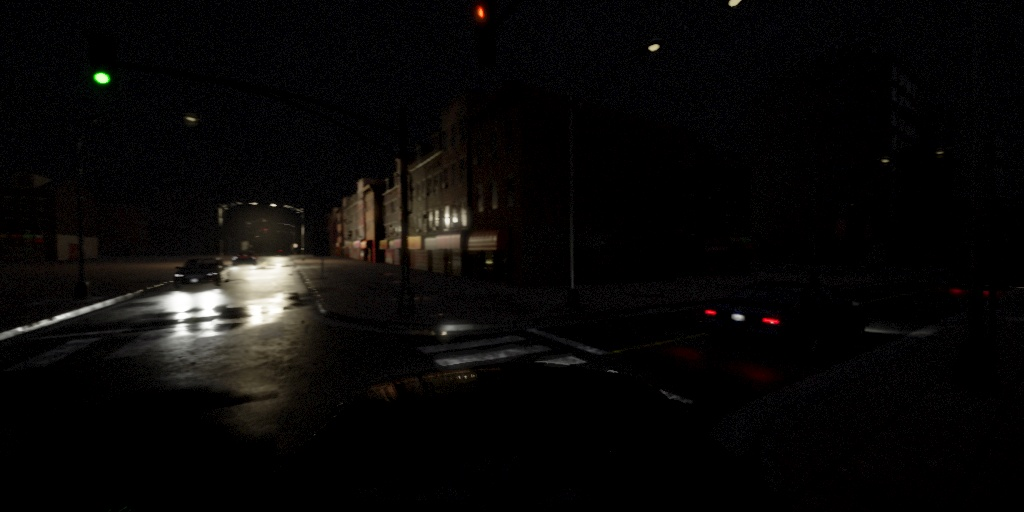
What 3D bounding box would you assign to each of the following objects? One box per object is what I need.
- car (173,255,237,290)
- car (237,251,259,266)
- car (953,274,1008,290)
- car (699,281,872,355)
[{"bbox_3d":[-16.799,0.874,19.573,2.128,1.511,4.902,-1,2,-32],"label":"car"},{"bbox_3d":[-29.540,0.227,39.814,2.097,1.767,4.553,-1,2,-32],"label":"car"},{"bbox_3d":[32.055,1.439,24.487,4.674,1.442,1.812,0,0,-30],"label":"car"},{"bbox_3d":[6.866,1.346,8.849,5.357,1.411,2.033,0,0,-32],"label":"car"}]
